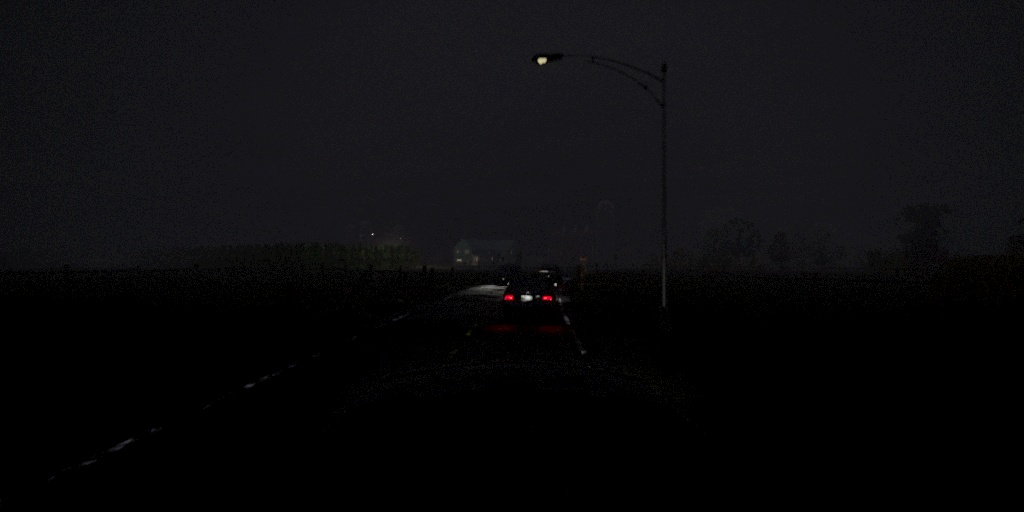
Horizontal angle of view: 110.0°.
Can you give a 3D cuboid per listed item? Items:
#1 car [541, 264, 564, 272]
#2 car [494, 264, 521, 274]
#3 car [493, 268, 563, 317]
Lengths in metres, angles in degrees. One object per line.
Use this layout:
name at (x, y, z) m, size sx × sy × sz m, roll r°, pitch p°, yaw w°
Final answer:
car at (3.291, 1.439, 30.566) m, size 2.128 × 1.511 × 4.902 m, roll 0°, pitch 0°, yaw 12°
car at (-0.173, 1.422, 28.171) m, size 1.837 × 1.490 × 4.892 m, roll 0°, pitch 0°, yaw 11°
car at (0.733, 1.375, 13.697) m, size 2.033 × 1.411 × 5.357 m, roll 0°, pitch 0°, yaw 5°
